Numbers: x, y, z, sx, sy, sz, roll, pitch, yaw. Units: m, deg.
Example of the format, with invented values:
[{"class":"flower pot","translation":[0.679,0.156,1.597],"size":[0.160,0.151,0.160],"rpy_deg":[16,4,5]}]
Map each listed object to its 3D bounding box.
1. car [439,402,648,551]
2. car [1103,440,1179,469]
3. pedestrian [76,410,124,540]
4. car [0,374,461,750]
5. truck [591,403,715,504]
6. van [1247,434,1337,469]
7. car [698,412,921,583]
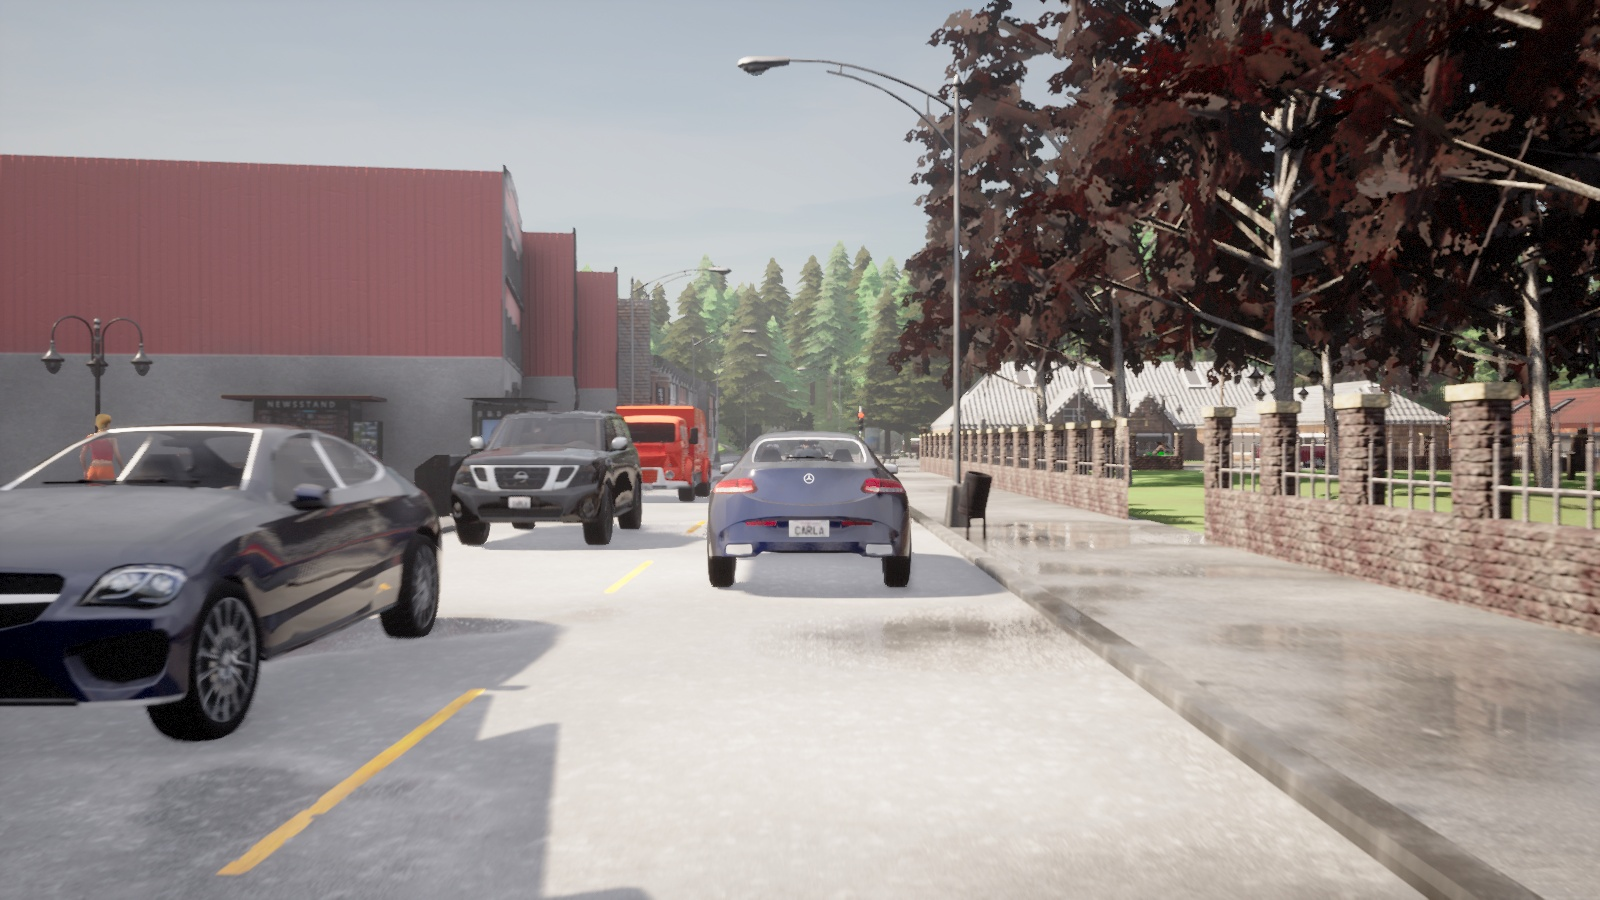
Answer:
[{"class":"car","translation":[-3.857,0.350,19.987],"size":[2.150,2.045,5.566],"rpy_deg":[0,0,0]},{"class":"car","translation":[19.869,0.249,73.246],"size":[3.988,1.617,1.851],"rpy_deg":[0,0,2]},{"class":"pedestrian","translation":[-10.020,0.347,17.984],"size":[0.345,1.836,0.594],"rpy_deg":[0,0,0]},{"class":"car","translation":[-3.938,0.477,8.028],"size":[2.152,1.651,5.027],"rpy_deg":[0,0,0]},{"class":"truck","translation":[-3.763,0.070,33.219],"size":[2.627,2.467,5.204],"rpy_deg":[0,0,0]},{"class":"van","translation":[28.689,0.080,73.353],"size":[4.480,2.038,2.069],"rpy_deg":[0,0,4]},{"class":"car","translation":[0.105,0.443,14.660],"size":[2.152,1.651,5.027],"rpy_deg":[0,0,0]}]
